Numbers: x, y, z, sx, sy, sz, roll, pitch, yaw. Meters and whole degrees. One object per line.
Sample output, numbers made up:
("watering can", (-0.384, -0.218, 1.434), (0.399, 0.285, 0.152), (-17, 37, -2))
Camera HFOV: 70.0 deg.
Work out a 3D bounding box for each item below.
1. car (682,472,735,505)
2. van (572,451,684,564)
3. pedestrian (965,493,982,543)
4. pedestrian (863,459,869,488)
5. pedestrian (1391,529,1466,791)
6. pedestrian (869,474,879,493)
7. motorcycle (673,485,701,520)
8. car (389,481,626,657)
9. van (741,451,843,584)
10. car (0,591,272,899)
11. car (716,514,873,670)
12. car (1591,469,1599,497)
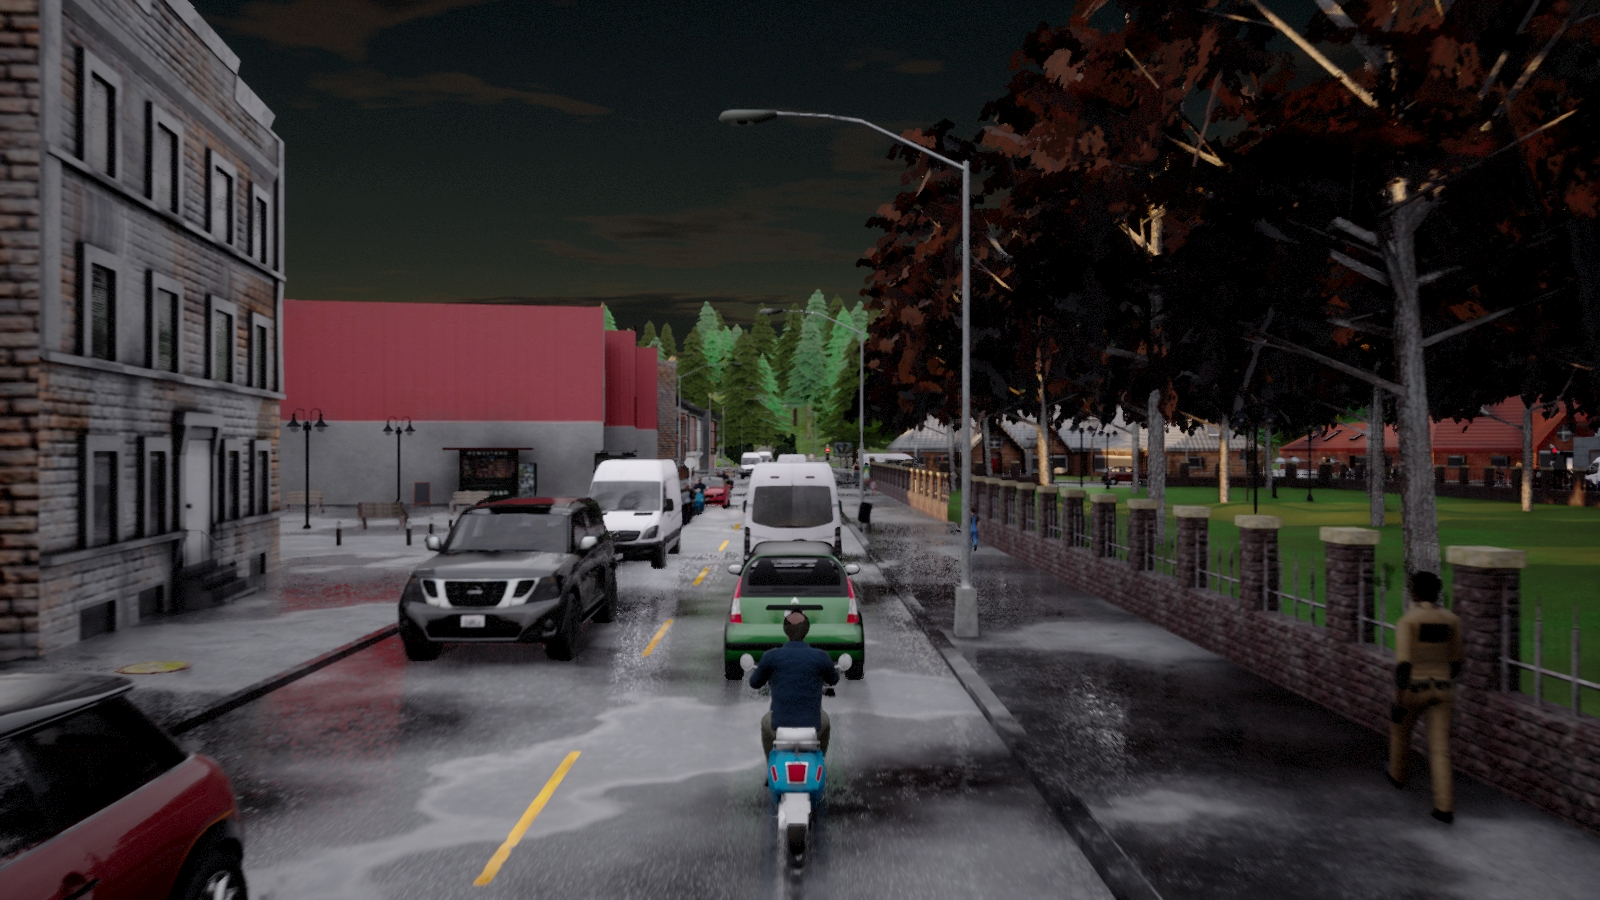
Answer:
("car", (-4.391, 1.842, 55.672), (2.231, 1.480, 4.892), (0, 0, 0))
("van", (-4.205, 1.315, 28.936), (1.988, 2.561, 5.915), (0, 0, 0))
("pedestrian", (4.595, 1.806, 30.282), (0.375, 1.300, 0.375), (0, 0, 0))
("pedestrian", (4.285, 1.524, 74.626), (0.375, 1.860, 0.375), (0, 0, 0))
("pedestrian", (4.639, 1.525, 8.443), (0.375, 1.860, 0.375), (0, 0, 8))
("pedestrian", (4.170, 1.905, 64.783), (0.500, 1.100, 0.500), (0, 0, -5))
("motorcycle", (-4.305, 1.986, 43.559), (0.867, 1.251, 2.209), (0, 0, 0))
("car", (-4.069, 1.560, 17.016), (2.150, 2.045, 5.566), (0, 0, 0))
("van", (-0.176, 1.315, 25.130), (1.988, 2.561, 5.915), (0, 0, 0))
("car", (-4.023, 1.685, 4.182), (2.097, 1.767, 4.553), (0, 0, 0))
("car", (-0.083, 1.780, 15.427), (1.851, 1.617, 3.988), (0, 0, -1))
("car", (45.001, 1.819, 61.850), (1.845, 1.501, 3.633), (0, 0, 1))
